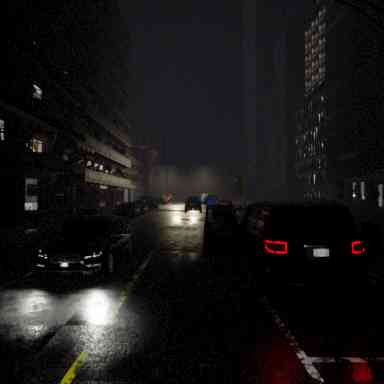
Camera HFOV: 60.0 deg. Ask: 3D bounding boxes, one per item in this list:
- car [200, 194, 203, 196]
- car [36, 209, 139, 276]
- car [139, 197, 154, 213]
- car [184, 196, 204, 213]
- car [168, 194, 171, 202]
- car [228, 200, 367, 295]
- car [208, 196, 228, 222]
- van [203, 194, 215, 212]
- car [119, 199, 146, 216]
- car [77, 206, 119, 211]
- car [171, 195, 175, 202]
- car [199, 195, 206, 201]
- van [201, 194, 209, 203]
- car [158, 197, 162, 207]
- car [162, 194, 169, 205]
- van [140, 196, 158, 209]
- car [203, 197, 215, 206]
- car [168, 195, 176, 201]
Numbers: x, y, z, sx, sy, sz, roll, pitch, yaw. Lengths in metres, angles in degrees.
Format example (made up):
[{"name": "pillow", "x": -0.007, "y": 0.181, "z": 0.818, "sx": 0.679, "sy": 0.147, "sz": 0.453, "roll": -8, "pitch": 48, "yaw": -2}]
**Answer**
[{"name": "car", "x": 0.162, "y": 1.370, "z": 46.971, "sx": 2.097, "sy": 1.767, "sz": 4.553, "roll": 0, "pitch": 0, "yaw": 1}, {"name": "car", "x": -3.078, "y": 1.508, "z": 10.461, "sx": 1.837, "sy": 1.490, "sz": 4.892, "roll": 0, "pitch": 0, "yaw": 0}, {"name": "car", "x": -5.600, "y": 1.563, "z": 35.028, "sx": 2.008, "sy": 1.369, "sz": 4.403, "roll": 1, "pitch": 0, "yaw": 0}, {"name": "car", "x": 0.154, "y": 1.518, "z": 36.906, "sx": 1.837, "sy": 1.490, "sz": 4.892, "roll": 0, "pitch": 0, "yaw": 1}, {"name": "car", "x": -5.537, "y": 1.551, "z": 62.707, "sx": 1.752, "sy": 1.417, "sz": 4.829, "roll": 1, "pitch": 0, "yaw": 0}, {"name": "car", "x": 2.414, "y": 1.224, "z": 8.875, "sx": 2.150, "sy": 2.045, "sz": 5.566, "roll": 0, "pitch": 0, "yaw": 0}, {"name": "car", "x": 2.770, "y": 1.450, "z": 29.439, "sx": 1.967, "sy": 1.590, "sz": 4.097, "roll": 1, "pitch": 0, "yaw": 0}, {"name": "van", "x": 2.809, "y": 1.359, "z": 46.148, "sx": 1.690, "sy": 1.788, "sz": 3.998, "roll": 1, "pitch": 0, "yaw": 0}, {"name": "car", "x": -5.612, "y": 1.576, "z": 29.458, "sx": 1.947, "sy": 1.339, "sz": 4.313, "roll": 1, "pitch": 0, "yaw": 0}, {"name": "car", "x": -5.638, "y": 1.550, "z": 18.319, "sx": 1.887, "sy": 1.381, "sz": 4.507, "roll": 1, "pitch": 0, "yaw": 0}, {"name": "car", "x": -5.508, "y": 1.347, "z": 74.016, "sx": 2.192, "sy": 1.841, "sz": 5.009, "roll": 1, "pitch": 0, "yaw": 0}, {"name": "car", "x": 2.906, "y": 1.569, "z": 90.874, "sx": 1.752, "sy": 1.417, "sz": 4.829, "roll": 1, "pitch": 0, "yaw": 0}, {"name": "van", "x": 2.871, "y": 1.373, "z": 73.997, "sx": 1.690, "sy": 1.788, "sz": 3.998, "roll": 1, "pitch": 0, "yaw": 0}, {"name": "car", "x": -5.574, "y": 1.543, "z": 45.998, "sx": 1.752, "sy": 1.417, "sz": 4.829, "roll": 1, "pitch": 0, "yaw": 0}, {"name": "car", "x": -5.549, "y": 1.574, "z": 57.306, "sx": 2.008, "sy": 1.369, "sz": 4.403, "roll": 1, "pitch": 0, "yaw": 0}, {"name": "van", "x": -5.584, "y": 1.356, "z": 40.598, "sx": 1.690, "sy": 1.788, "sz": 3.998, "roll": 1, "pitch": 0, "yaw": 0}, {"name": "car", "x": 2.831, "y": 1.605, "z": 57.286, "sx": 1.802, "sy": 1.307, "sz": 4.206, "roll": 1, "pitch": 0, "yaw": 0}, {"name": "car", "x": -5.474, "y": 1.589, "z": 90.725, "sx": 1.887, "sy": 1.381, "sz": 4.507, "roll": 1, "pitch": 0, "yaw": 0}]
